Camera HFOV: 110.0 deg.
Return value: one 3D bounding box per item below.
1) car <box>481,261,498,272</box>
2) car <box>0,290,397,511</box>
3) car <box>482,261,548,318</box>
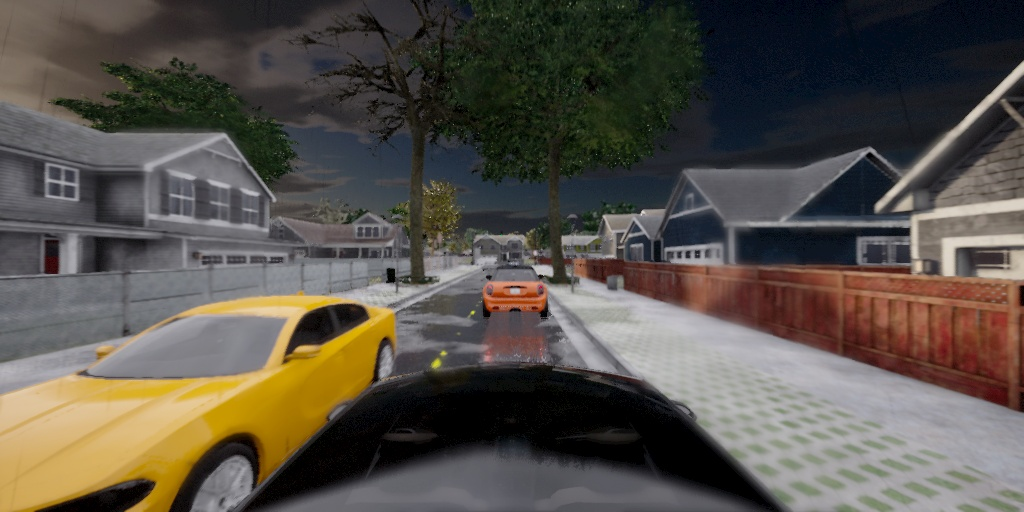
[{"bbox_3d":[-2.828,1.310,46.456,1.895,1.301,4.718,0,0,0],"label":"car"},{"bbox_3d":[-2.850,1.226,4.011,1.882,1.535,5.008,0,0,0],"label":"car"},{"bbox_3d":[0.101,1.094,13.099,2.097,1.767,4.553,0,0,0],"label":"car"}]
